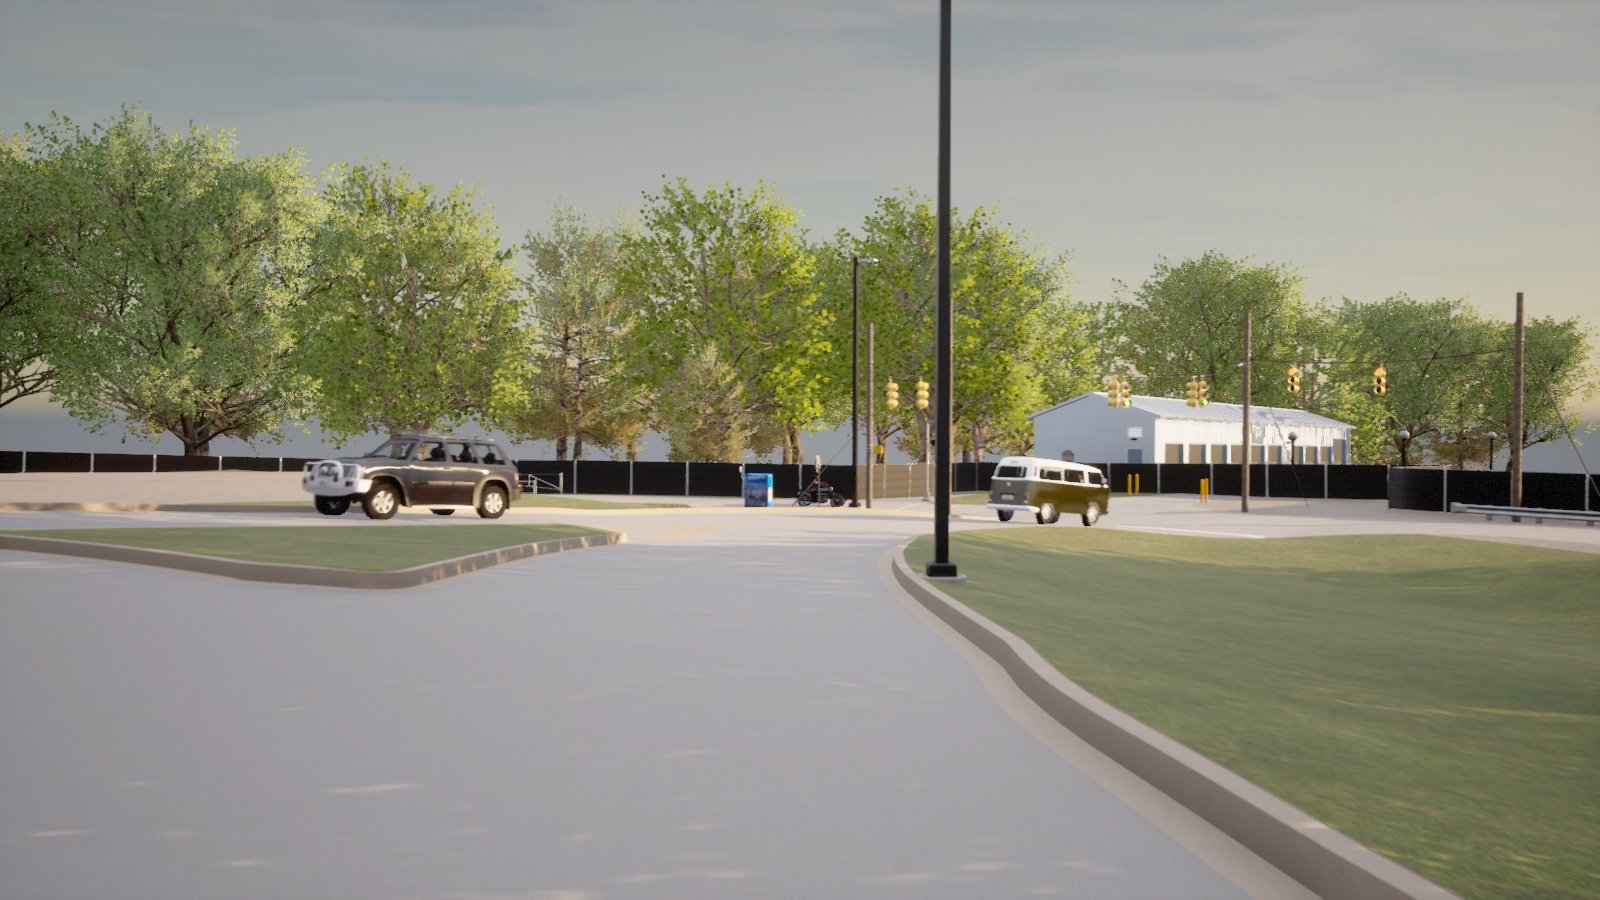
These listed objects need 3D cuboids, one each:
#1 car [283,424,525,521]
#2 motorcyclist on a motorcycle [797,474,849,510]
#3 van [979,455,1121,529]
[{"bbox_3d":[-8.325,0.524,26.817,1.932,1.855,4.605,2,-1,36],"label":"car"},{"bbox_3d":[1.124,2.039,61.352,2.350,1.649,0.766,2,2,15],"label":"motorcyclist on a motorcycle"},{"bbox_3d":[7.969,1.367,39.820,4.480,2.038,2.069,6,-3,-42],"label":"van"}]
